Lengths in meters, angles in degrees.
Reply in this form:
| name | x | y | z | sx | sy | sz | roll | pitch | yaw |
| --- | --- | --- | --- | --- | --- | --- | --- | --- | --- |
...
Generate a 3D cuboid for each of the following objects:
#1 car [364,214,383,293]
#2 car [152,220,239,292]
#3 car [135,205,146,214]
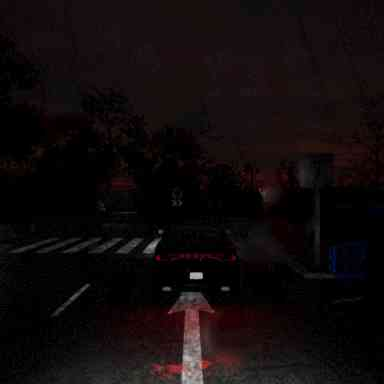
| name | x | y | z | sx | sy | sz | roll | pitch | yaw |
| --- | --- | --- | --- | --- | --- | --- | --- | --- | --- |
| car | 6.012 | 1.237 | 6.414 | 5.566 | 2.045 | 2.435 | 1 | 0 | -20 |
| car | 0.076 | 1.479 | 8.978 | 1.882 | 1.535 | 5.008 | 0 | 0 | 0 |
| car | -3.911 | 1.687 | 37.137 | 4.892 | 1.490 | 1.837 | 2 | 0 | 4 |
